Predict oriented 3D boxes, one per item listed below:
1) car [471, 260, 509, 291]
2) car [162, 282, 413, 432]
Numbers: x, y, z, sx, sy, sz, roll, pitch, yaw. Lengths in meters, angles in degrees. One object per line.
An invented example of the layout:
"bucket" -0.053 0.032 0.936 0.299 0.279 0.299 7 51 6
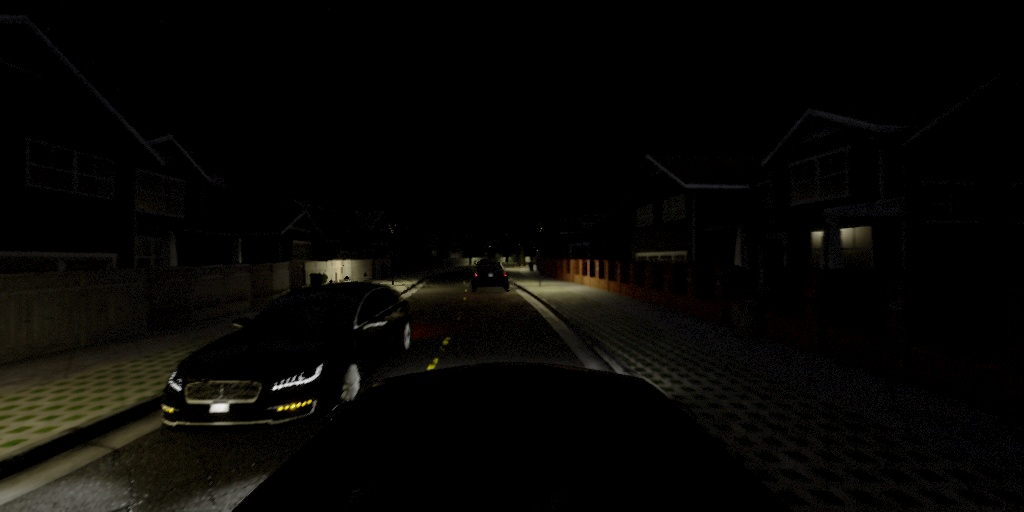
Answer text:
"car" -1.407 1.066 21.672 2.097 1.767 4.553 0 0 -7
"car" -3.013 1.258 6.010 1.837 1.490 4.892 0 0 -2
